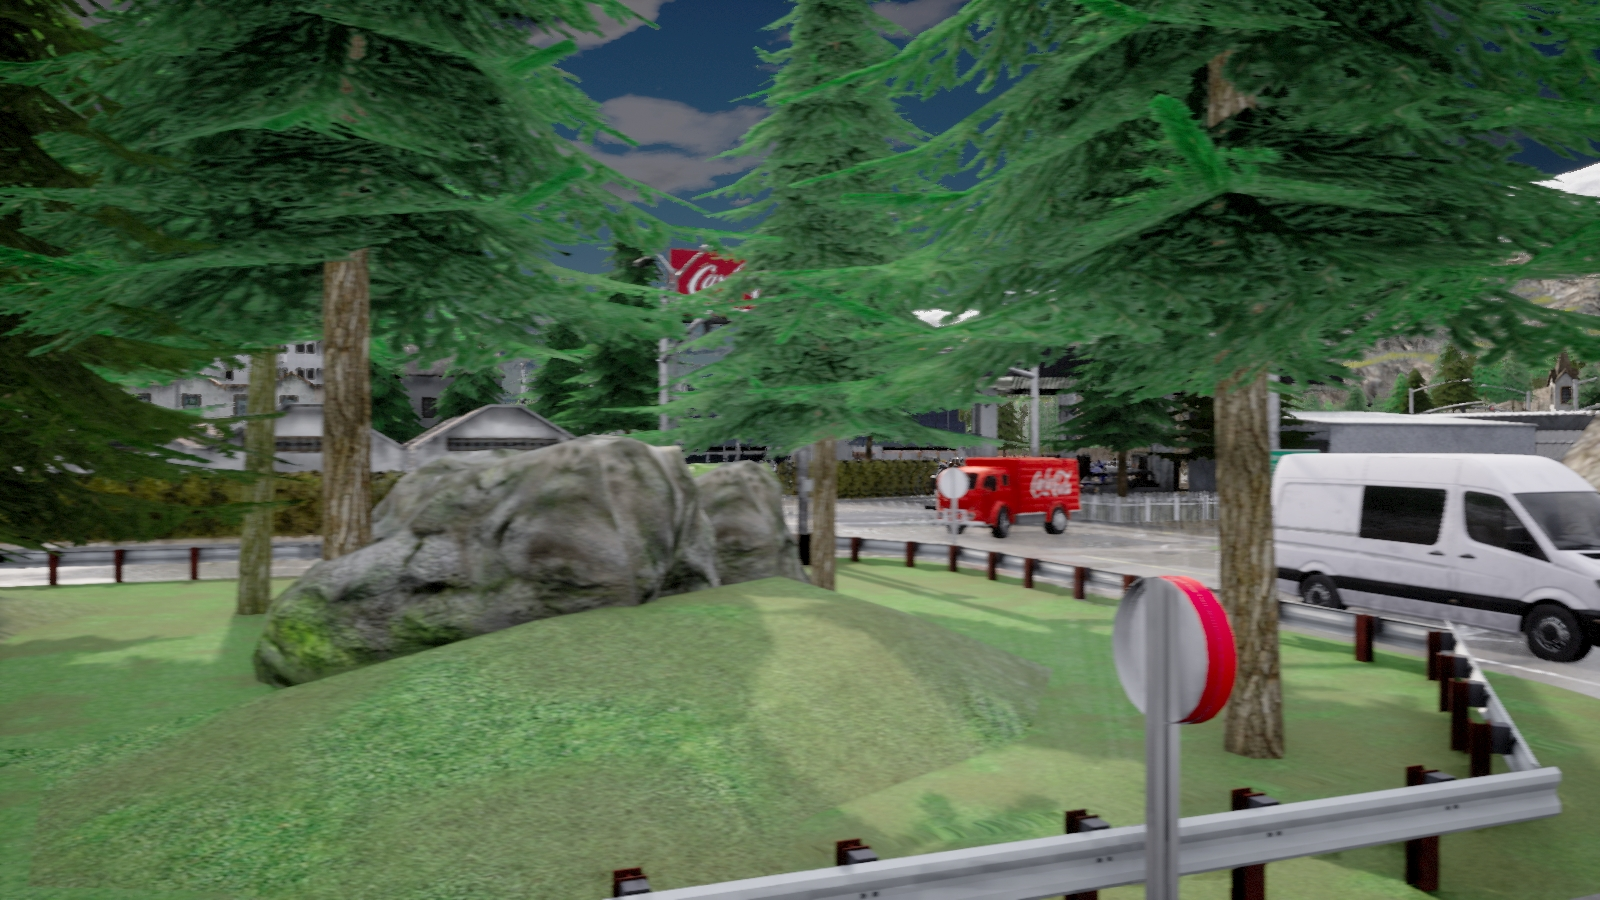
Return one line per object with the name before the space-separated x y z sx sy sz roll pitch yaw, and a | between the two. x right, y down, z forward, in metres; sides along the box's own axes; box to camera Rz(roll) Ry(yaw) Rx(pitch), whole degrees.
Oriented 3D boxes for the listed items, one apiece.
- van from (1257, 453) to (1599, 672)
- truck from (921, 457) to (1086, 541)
van | 9.411 1.330 16.163 1.988 2.561 5.915 0 0 -21
truck | 6.571 1.466 36.551 5.204 2.467 2.627 0 0 -44
